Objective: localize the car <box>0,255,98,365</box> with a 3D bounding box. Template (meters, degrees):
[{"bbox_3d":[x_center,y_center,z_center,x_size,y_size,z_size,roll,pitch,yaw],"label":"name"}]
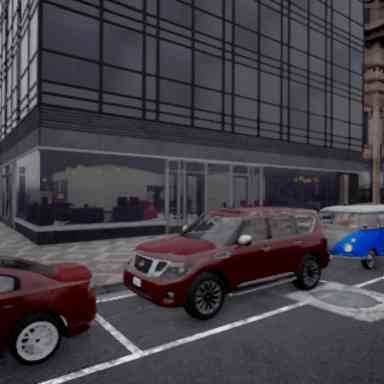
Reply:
[{"bbox_3d":[-3.528,1.545,4.240,4.507,1.381,1.887,0,1,-35],"label":"car"}]

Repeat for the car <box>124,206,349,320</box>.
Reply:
[{"bbox_3d":[1.053,1.307,7.503,5.009,1.841,2.192,0,1,-35],"label":"car"}]

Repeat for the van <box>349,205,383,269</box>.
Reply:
[{"bbox_3d":[5.634,1.322,10.769,3.998,1.788,1.690,0,1,-35],"label":"van"}]
